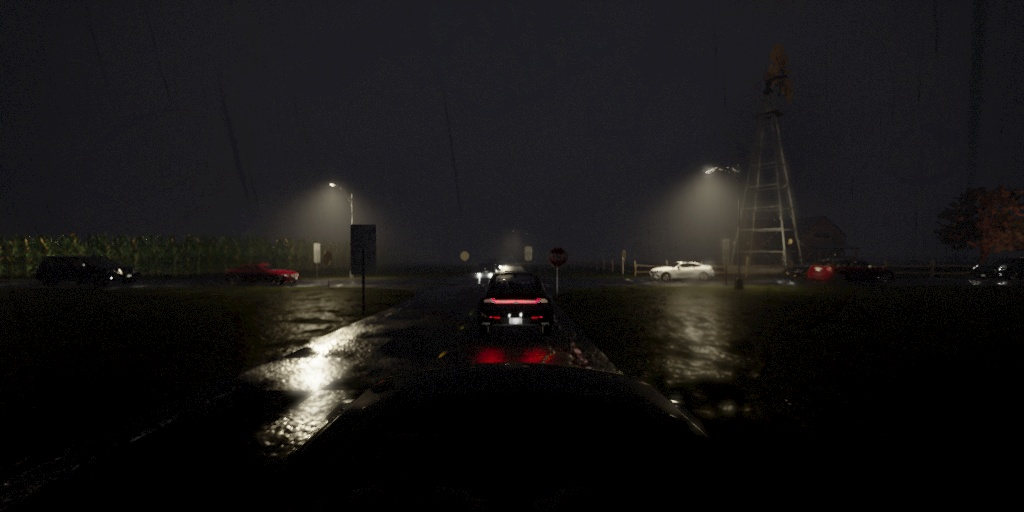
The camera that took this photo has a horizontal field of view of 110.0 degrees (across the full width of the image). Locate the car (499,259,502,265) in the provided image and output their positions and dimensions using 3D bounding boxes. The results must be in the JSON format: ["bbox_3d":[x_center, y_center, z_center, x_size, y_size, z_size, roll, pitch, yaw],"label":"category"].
[{"bbox_3d":[-2.931,1.097,53.487,1.837,1.490,4.892,0,1,0],"label":"car"}]

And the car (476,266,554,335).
[{"bbox_3d":[0.094,1.220,10.367,2.128,1.511,4.902,0,0,0],"label":"car"}]

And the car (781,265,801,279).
[{"bbox_3d":[23.072,1.141,27.315,4.181,1.385,1.994,0,1,2],"label":"car"}]

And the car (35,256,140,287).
[{"bbox_3d":[-29.564,1.027,25.082,5.566,2.045,2.150,0,1,0],"label":"car"}]

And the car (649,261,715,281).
[{"bbox_3d":[13.014,1.137,27.563,4.674,1.442,1.812,0,1,0],"label":"car"}]

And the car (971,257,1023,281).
[{"bbox_3d":[37.576,0.878,26.774,4.553,1.767,2.097,0,1,3],"label":"car"}]

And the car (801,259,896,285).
[{"bbox_3d":[23.005,0.975,24.372,4.553,1.767,2.097,0,1,2],"label":"car"}]

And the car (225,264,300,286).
[{"bbox_3d":[-17.412,1.289,25.086,4.674,1.442,1.812,0,1,0],"label":"car"}]

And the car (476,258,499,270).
[{"bbox_3d":[-2.928,1.199,41.528,1.994,1.385,4.181,0,0,1],"label":"car"}]
